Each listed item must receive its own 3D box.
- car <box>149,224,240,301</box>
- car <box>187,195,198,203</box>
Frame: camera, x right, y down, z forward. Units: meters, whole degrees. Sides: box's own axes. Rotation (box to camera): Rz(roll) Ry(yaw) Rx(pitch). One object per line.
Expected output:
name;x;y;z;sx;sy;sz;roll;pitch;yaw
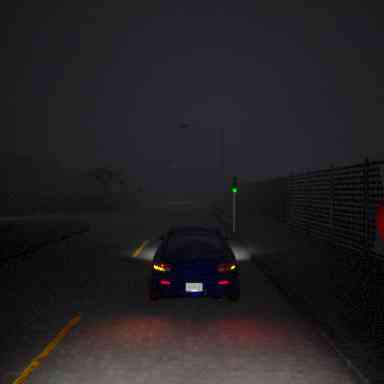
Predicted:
car;0.061;1.526;8.210;1.812;1.442;4.674;0;0;1
car;0.102;1.502;71.131;1.837;1.490;4.892;0;0;0
